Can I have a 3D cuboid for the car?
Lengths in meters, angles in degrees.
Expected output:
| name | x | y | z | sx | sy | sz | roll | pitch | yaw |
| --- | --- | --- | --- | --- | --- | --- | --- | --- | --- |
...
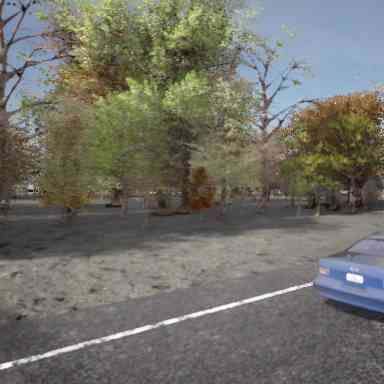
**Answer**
| name | x | y | z | sx | sy | sz | roll | pitch | yaw |
| --- | --- | --- | --- | --- | --- | --- | --- | --- | --- |
| car | 4.860 | 1.534 | 7.214 | 5.357 | 1.411 | 2.033 | 0 | 0 | -35 |
